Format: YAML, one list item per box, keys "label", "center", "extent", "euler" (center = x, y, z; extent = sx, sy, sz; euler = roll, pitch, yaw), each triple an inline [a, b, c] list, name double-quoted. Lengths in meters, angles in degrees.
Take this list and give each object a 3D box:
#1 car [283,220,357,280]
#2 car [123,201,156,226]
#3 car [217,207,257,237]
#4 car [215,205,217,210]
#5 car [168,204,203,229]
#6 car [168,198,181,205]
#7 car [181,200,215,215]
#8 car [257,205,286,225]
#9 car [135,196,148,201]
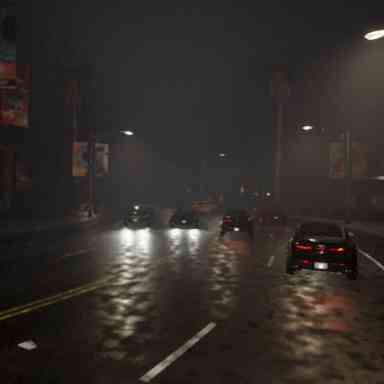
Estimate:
- label: "car"
  center: [4.122, 1.672, 10.782]
  extent: [1.837, 1.490, 4.892]
  euler: [1, 0, 20]
- label: "car"
  center: [-3.819, 1.672, 24.990]
  extent: [2.128, 1.511, 4.902]
  euler: [1, -1, 0]
- label: "car"
  center: [2.690, 1.736, 19.914]
  extent: [1.837, 1.490, 4.892]
  euler: [1, 0, 8]
- label: "car"
  center: [1.738, 1.915, 45.628]
  extent: [1.801, 1.575, 5.366]
  euler: [1, -1, -21]
- label: "car"
  center: [-0.423, 1.784, 23.813]
  extent: [1.994, 1.385, 4.181]
  euler: [1, -1, 3]
- label: "car"
  center: [-3.419, 2.055, 66.437]
  extent: [2.231, 1.521, 4.892]
  euler: [1, -1, -22]
- label: "car"
  center: [0.607, 1.855, 38.879]
  extent: [1.882, 1.535, 5.008]
  euler: [1, -1, -18]
- label: "car"
  center: [6.371, 1.844, 28.108]
  extent: [1.882, 1.535, 5.008]
  euler: [1, -1, -3]
- label: "car"
  center: [-14.646, 2.006, 93.583]
  extent: [2.185, 1.767, 4.553]
  euler: [1, -1, -22]
